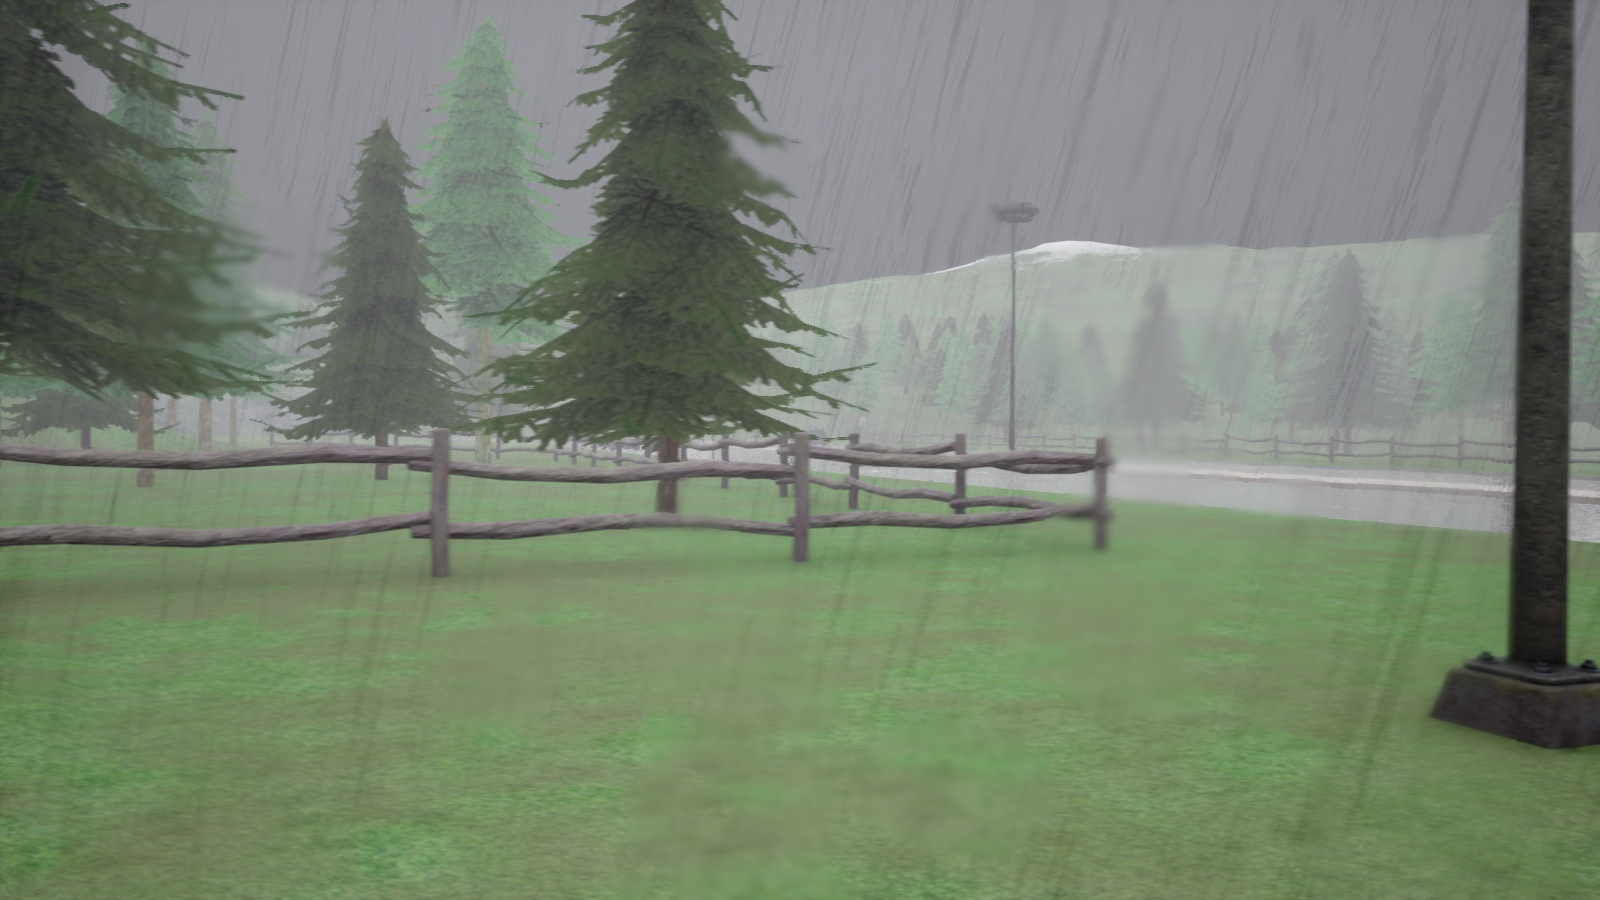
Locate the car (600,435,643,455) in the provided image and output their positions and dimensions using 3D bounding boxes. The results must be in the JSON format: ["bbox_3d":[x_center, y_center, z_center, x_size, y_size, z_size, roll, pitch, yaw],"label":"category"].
[{"bbox_3d":[-12.027,-0.343,84.202,1.895,1.301,4.718,-1,1,-20],"label":"car"}]
